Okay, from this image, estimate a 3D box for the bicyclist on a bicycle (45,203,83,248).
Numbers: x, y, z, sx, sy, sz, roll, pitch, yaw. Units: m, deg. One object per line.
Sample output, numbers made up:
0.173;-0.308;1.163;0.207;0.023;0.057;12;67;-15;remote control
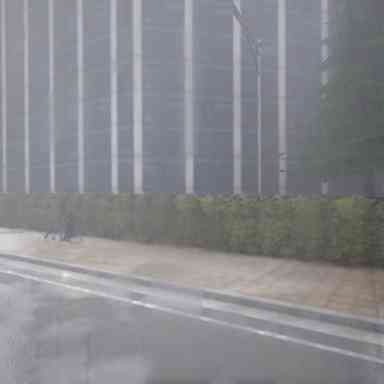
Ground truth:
-4.744;1.229;12.456;0.582;1.620;1.656;0;-1;33;bicyclist on a bicycle
